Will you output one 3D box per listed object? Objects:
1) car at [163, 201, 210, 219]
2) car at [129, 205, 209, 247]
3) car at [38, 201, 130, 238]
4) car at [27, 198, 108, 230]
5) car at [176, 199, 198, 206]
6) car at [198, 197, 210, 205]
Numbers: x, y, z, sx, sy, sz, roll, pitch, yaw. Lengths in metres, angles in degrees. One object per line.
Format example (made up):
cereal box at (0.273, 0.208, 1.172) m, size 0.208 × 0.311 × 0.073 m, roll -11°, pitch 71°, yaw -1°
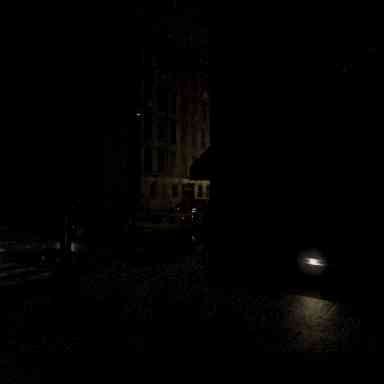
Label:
car at (-0.402, 1.521, 28.961) m, size 1.947 × 1.339 × 4.313 m, roll 0°, pitch 0°, yaw 36°
car at (-0.378, 1.530, 15.185) m, size 1.752 × 1.417 × 4.829 m, roll 0°, pitch 0°, yaw 36°
car at (-5.229, 1.457, 17.827) m, size 1.882 × 1.535 × 5.008 m, roll 0°, pitch 0°, yaw 34°
car at (-7.001, 1.282, 19.718) m, size 2.192 × 1.841 × 5.009 m, roll 0°, pitch 0°, yaw 36°
car at (0.605, 1.321, 25.996) m, size 2.097 × 1.767 × 4.553 m, roll 0°, pitch 0°, yaw 35°
car at (2.826, 1.314, 19.667) m, size 2.192 × 1.841 × 5.009 m, roll 0°, pitch 0°, yaw 36°
